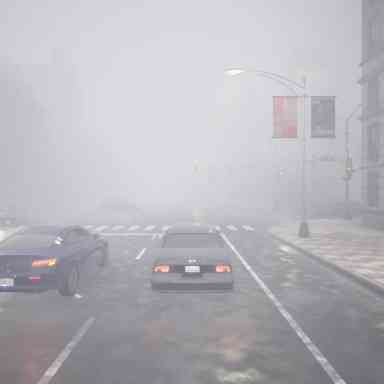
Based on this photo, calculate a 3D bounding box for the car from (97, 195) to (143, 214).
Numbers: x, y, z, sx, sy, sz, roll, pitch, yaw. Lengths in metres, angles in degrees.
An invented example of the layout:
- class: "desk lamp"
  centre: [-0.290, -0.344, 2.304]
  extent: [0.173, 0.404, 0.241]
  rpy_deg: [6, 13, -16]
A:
- class: "car"
  centre: [-7.363, 1.351, 34.435]
  extent: [4.553, 1.767, 2.097]
  rpy_deg: [0, 0, 0]

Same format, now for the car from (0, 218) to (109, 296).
- class: "car"
  centre: [-3.496, 1.526, 8.536]
  extent: [1.812, 1.442, 4.674]
  rpy_deg: [0, 0, 0]

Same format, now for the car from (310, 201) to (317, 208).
- class: "car"
  centre: [19.011, 1.505, 46.242]
  extent: [4.892, 1.490, 1.837]
  rpy_deg: [0, 0, 0]

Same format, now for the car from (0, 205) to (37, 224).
- class: "car"
  centre: [-11.318, 1.564, 21.385]
  extent: [1.994, 1.385, 4.181]
  rpy_deg: [0, 0, -16]

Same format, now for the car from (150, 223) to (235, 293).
- class: "car"
  centre: [0.002, 1.547, 8.986]
  extent: [2.033, 1.411, 5.357]
  rpy_deg: [0, 0, 0]

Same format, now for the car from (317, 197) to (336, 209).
- class: "car"
  centre: [19.033, 1.526, 42.749]
  extent: [4.674, 1.442, 1.812]
  rpy_deg: [0, 0, 0]

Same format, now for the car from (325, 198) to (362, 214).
- class: "car"
  centre: [16.546, 1.564, 34.540]
  extent: [4.181, 1.385, 1.994]
  rpy_deg: [0, 0, 0]
